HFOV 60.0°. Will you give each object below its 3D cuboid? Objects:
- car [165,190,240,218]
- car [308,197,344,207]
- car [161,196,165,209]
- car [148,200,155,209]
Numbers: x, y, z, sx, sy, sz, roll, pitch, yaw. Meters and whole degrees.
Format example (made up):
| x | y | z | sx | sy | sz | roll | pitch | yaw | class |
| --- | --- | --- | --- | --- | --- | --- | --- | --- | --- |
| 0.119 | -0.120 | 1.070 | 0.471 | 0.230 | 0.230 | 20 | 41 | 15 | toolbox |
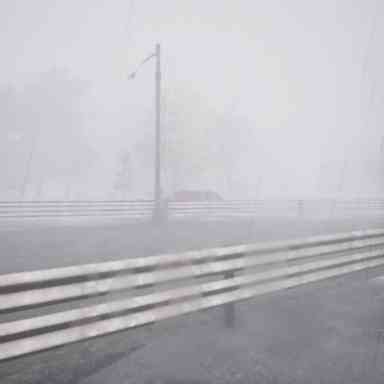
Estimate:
| x | y | z | sx | sy | sz | roll | pitch | yaw | class |
| --- | --- | --- | --- | --- | --- | --- | --- | --- | --- |
| 1.012 | 0.897 | 26.343 | 5.566 | 2.045 | 2.150 | 0 | 0 | -22 | car |
| 15.900 | 1.313 | 39.772 | 4.674 | 1.442 | 1.812 | 0 | 0 | -21 | car |
| -0.437 | 1.222 | 29.532 | 4.674 | 1.442 | 1.812 | 0 | 0 | -22 | car |
| -1.861 | 1.178 | 32.739 | 5.008 | 1.535 | 1.882 | 0 | 0 | -22 | car |
